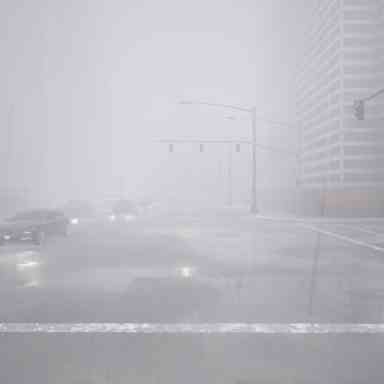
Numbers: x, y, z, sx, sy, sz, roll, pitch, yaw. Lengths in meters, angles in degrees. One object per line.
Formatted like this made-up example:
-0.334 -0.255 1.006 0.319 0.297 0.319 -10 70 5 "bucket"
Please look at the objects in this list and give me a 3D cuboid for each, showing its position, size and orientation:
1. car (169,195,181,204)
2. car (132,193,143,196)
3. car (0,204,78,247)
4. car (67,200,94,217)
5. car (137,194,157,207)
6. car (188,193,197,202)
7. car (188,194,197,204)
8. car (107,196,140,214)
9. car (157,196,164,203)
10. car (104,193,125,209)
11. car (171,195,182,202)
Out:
-3.425 1.491 64.189 2.128 1.511 4.902 0 0 0 "car"
-10.433 1.351 67.512 2.097 1.767 4.553 0 0 0 "car"
-7.083 1.505 15.174 1.837 1.490 4.892 0 0 0 "car"
-10.721 1.505 31.031 1.837 1.490 4.892 0 0 4 "car"
-7.032 1.506 51.965 1.837 1.490 4.892 0 0 0 "car"
0.087 1.184 74.440 2.097 1.767 4.553 0 0 0 "car"
0.075 1.547 64.185 2.033 1.411 5.357 0 0 0 "car"
-7.060 1.502 34.794 1.837 1.490 4.892 0 1 0 "car"
-6.919 1.528 68.780 2.128 1.511 4.902 0 0 0 "car"
-10.544 1.223 46.482 2.150 2.045 5.566 0 0 0 "car"
-3.412 1.354 74.474 2.128 1.511 4.902 0 0 0 "car"
